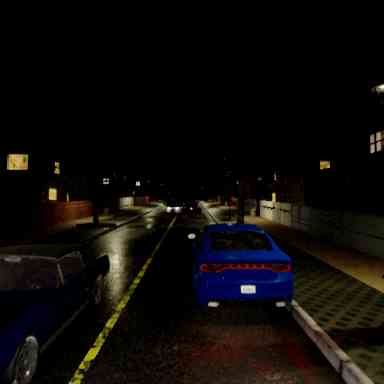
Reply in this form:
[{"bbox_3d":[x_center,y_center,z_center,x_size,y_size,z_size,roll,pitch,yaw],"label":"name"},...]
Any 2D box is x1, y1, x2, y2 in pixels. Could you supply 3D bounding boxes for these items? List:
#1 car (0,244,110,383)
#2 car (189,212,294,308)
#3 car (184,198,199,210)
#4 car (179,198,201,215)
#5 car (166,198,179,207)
[{"bbox_3d":[-2.765,1.606,5.277,1.895,1.301,4.718,0,0,0],"label":"car"},{"bbox_3d":[0.939,1.486,8.070,1.882,1.535,5.008,0,0,0],"label":"car"},{"bbox_3d":[-0.079,1.559,44.645,1.837,1.490,4.892,0,0,0],"label":"car"},{"bbox_3d":[-0.039,1.605,34.765,1.994,1.385,4.181,0,0,1],"label":"car"},{"bbox_3d":[-2.907,1.628,51.116,1.994,1.385,4.181,0,0,0],"label":"car"}]
